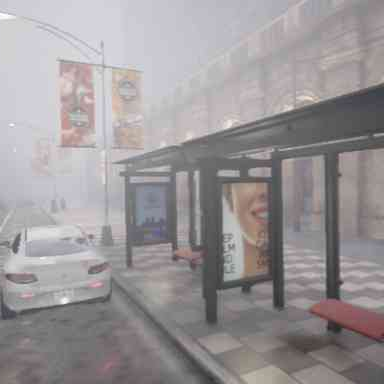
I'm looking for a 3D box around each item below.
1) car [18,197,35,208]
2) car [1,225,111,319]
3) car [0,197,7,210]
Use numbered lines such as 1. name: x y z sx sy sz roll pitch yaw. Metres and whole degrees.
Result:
1. car: -21.027 1.270 42.207 1.895 1.301 4.718 -2 1 -27
2. car: -3.066 1.449 7.304 1.812 1.442 4.674 -2 1 -27
3. car: -22.698 1.281 38.532 1.837 1.490 4.892 -2 1 -27
